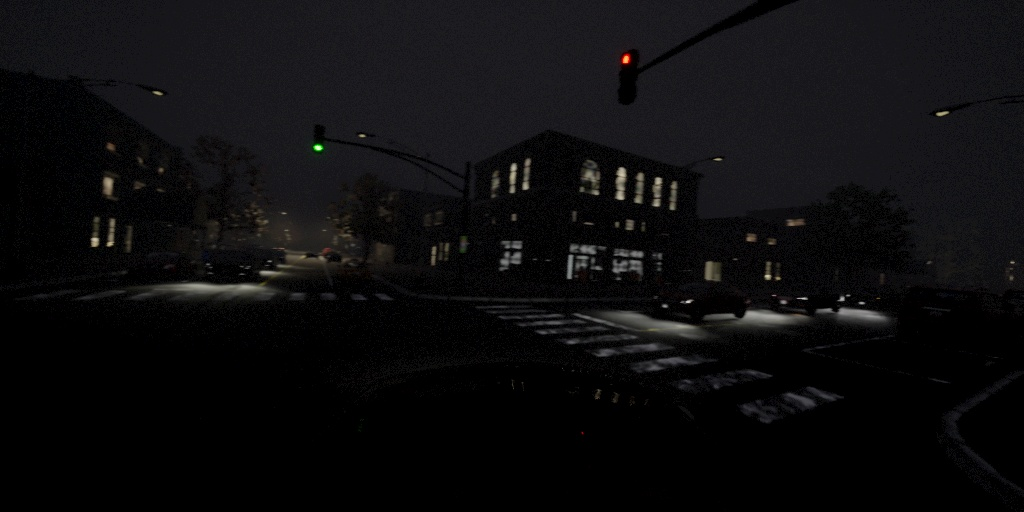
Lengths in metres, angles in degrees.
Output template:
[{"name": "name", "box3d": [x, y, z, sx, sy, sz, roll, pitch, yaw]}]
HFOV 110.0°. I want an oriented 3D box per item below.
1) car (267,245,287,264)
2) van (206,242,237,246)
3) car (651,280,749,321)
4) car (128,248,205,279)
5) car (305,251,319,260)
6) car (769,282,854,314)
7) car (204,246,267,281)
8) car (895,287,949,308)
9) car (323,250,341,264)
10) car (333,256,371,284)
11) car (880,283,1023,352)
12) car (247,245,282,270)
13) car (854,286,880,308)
[{"name": "car", "box3d": [-24.480, -0.030, 37.108, 1.882, 1.535, 5.008, 4, -1, -28]}, {"name": "van", "box3d": [-22.159, -0.123, 27.265, 1.690, 1.789, 3.998, 0, 0, -28]}, {"name": "car", "box3d": [7.863, 1.744, 14.784, 4.674, 1.442, 1.812, 3, 0, -29]}, {"name": "car", "box3d": [-16.879, 0.364, 17.513, 1.802, 1.307, 4.207, 0, 0, -28]}, {"name": "car", "box3d": [-31.186, -0.142, 56.014, 1.895, 1.301, 4.718, 4, -1, -28]}, {"name": "car", "box3d": [15.887, 2.196, 19.327, 4.902, 1.511, 2.128, 3, 0, -29]}, {"name": "car", "box3d": [-14.917, 0.413, 19.425, 1.882, 1.535, 5.008, 4, -1, -29]}, {"name": "car", "box3d": [33.346, 3.326, 29.161, 4.181, 1.385, 1.994, 3, 0, -29]}, {"name": "car", "box3d": [-22.731, 0.265, 45.886, 2.007, 1.370, 4.403, 0, 0, -28]}, {"name": "car", "box3d": [-9.612, 0.853, 21.655, 1.751, 1.417, 4.829, 0, 0, -28]}, {"name": "car", "box3d": [15.078, 1.984, 12.245, 5.009, 1.841, 2.192, 0, 0, -29]}, {"name": "car", "box3d": [-19.701, 0.191, 28.253, 1.882, 1.535, 5.008, 4, -1, -28]}, {"name": "car", "box3d": [24.545, 2.830, 24.228, 4.718, 1.301, 1.895, 3, 0, -29]}]
